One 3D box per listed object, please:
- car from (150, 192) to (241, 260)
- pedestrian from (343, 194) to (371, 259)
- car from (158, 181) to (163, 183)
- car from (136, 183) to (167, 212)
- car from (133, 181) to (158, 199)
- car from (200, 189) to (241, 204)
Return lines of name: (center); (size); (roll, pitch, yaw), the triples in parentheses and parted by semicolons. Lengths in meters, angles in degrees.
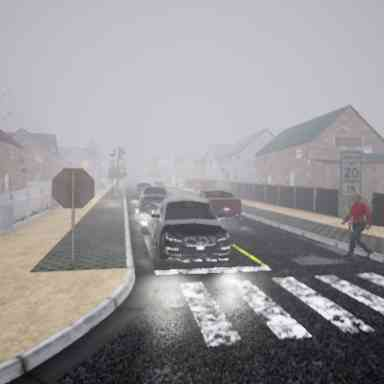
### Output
car: (-0.180, 0.968, 10.331); (1.837, 1.490, 4.892); (0, 3, -9)
pedestrian: (4.519, 0.880, 9.054); (0.375, 1.860, 0.375); (3, -1, -12)
car: (-4.797, -0.822, 47.484); (1.812, 1.442, 4.674); (0, 3, -12)
car: (-2.473, 0.401, 21.765); (1.837, 1.490, 4.892); (0, 2, -12)
car: (-4.698, -0.138, 32.541); (1.837, 1.490, 4.892); (0, 3, -12)
car: (1.187, 0.576, 18.467); (1.882, 1.535, 5.008); (0, 3, -11)
